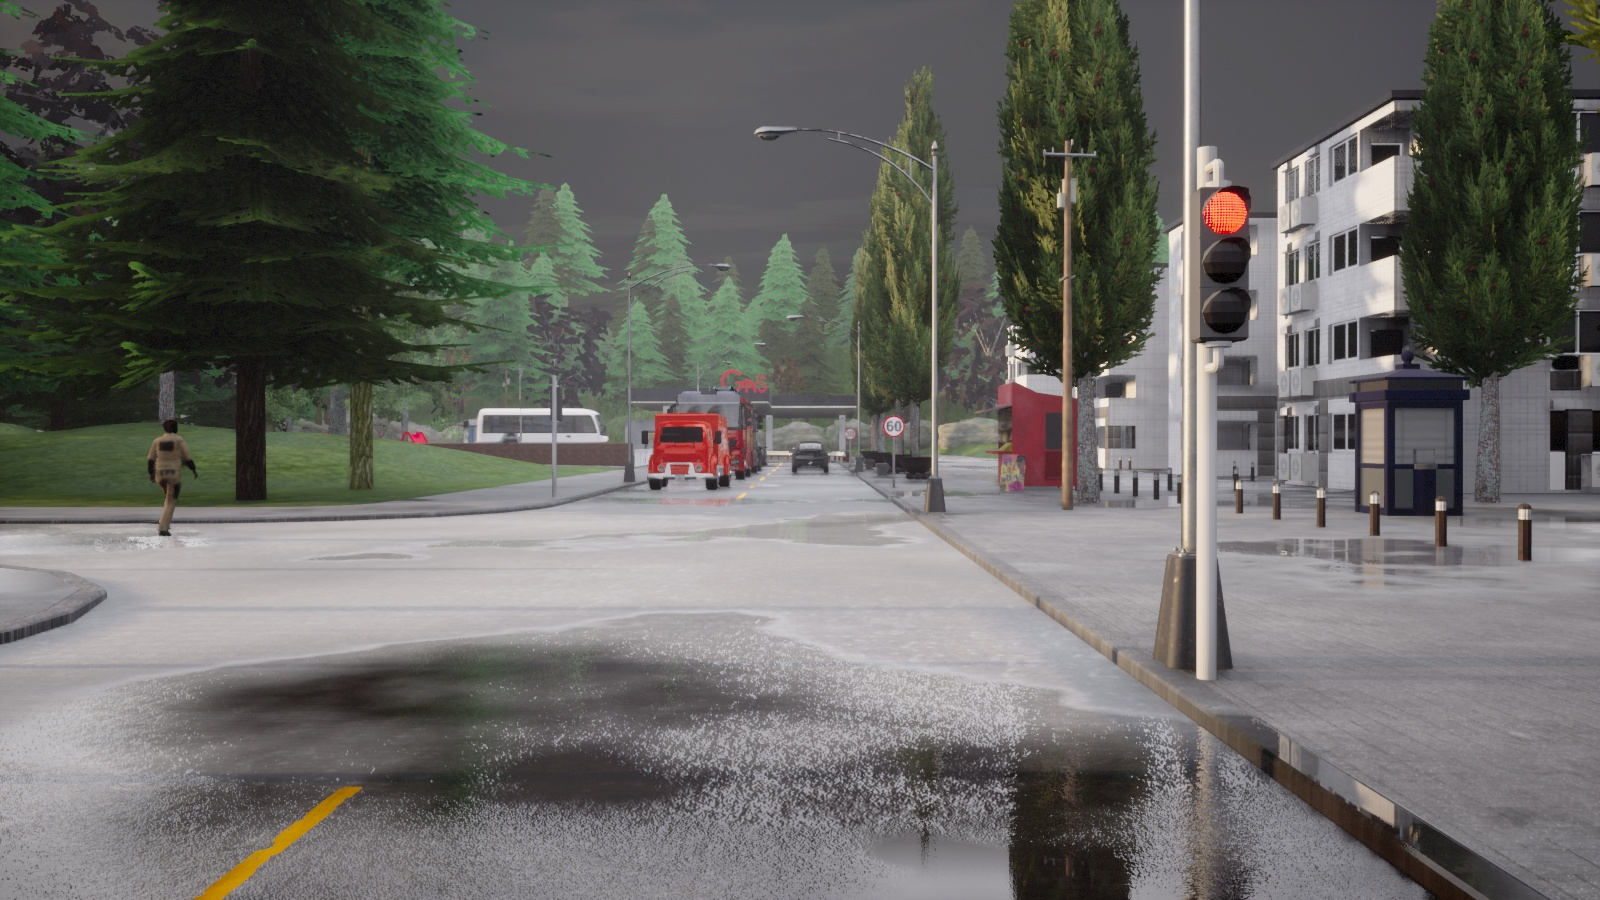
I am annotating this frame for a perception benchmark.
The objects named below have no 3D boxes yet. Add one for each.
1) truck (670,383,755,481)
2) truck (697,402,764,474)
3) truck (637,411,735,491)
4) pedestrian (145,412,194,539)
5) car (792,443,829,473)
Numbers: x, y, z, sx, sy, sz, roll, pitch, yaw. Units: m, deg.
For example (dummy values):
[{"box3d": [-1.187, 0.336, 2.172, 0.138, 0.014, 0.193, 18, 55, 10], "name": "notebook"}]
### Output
[{"box3d": [-3.575, -0.721, 53.228, 2.891, 3.827, 8.468, 0, 0, 1], "name": "truck"}, {"box3d": [-3.469, -0.604, 64.591, 2.891, 3.462, 7.936, 0, 0, 1], "name": "truck"}, {"box3d": [-3.652, 0.024, 41.332, 2.627, 2.467, 5.204, 0, 0, 1], "name": "truck"}, {"box3d": [-9.759, 0.386, 19.444, 0.396, 1.930, 0.692, 0, 0, 0], "name": "pedestrian"}, {"box3d": [0.535, 0.385, 65.055, 1.837, 1.490, 4.892, 0, 0, 1], "name": "car"}]
